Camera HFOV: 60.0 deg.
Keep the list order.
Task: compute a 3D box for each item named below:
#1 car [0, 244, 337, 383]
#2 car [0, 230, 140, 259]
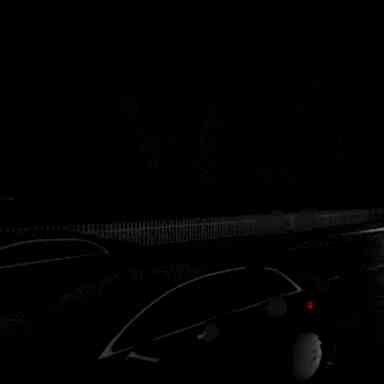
[{"bbox_3d":[-0.316,1.504,3.763,4.892,1.490,1.837,0,0,-35],"label":"car"},{"bbox_3d":[-3.171,1.491,6.029,4.902,1.511,2.128,0,0,-35],"label":"car"}]
